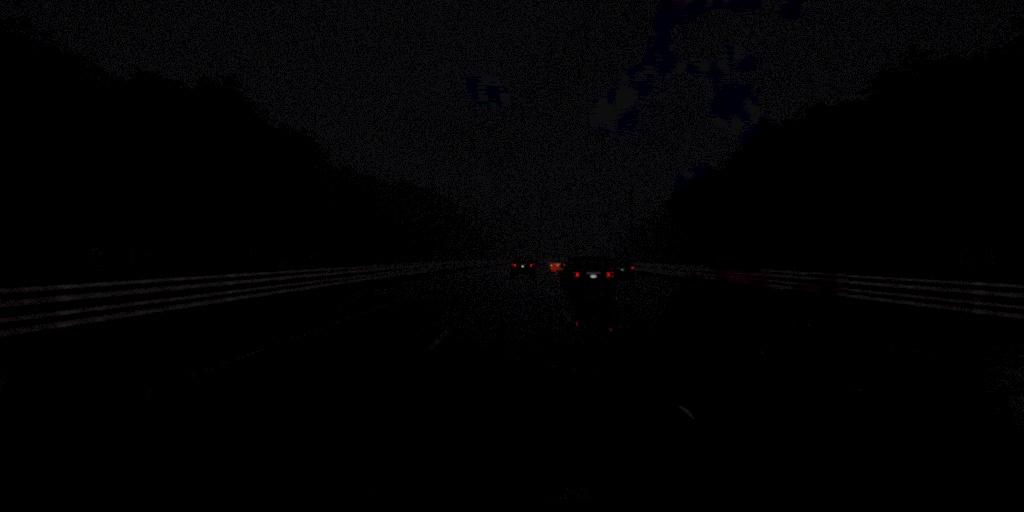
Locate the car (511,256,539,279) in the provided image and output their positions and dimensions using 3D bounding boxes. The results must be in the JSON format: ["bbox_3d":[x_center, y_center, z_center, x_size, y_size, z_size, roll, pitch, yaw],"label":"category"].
[{"bbox_3d":[1.164,0.993,33.587,2.150,2.045,5.566,0,0,5],"label":"car"}]

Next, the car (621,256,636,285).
[{"bbox_3d":[7.828,1.033,27.495,2.150,2.045,5.566,0,0,4],"label":"car"}]

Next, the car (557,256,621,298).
[{"bbox_3d":[3.794,1.002,18.755,2.150,2.045,5.566,0,0,3],"label":"car"}]

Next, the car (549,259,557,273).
[{"bbox_3d":[5.781,1.159,45.126,2.097,1.767,4.553,0,0,6],"label":"car"}]
